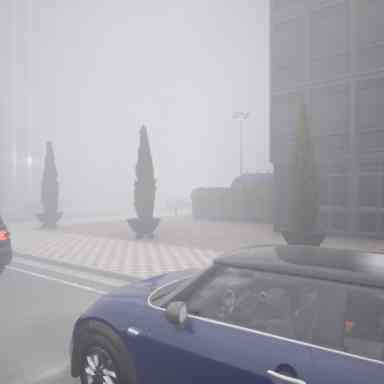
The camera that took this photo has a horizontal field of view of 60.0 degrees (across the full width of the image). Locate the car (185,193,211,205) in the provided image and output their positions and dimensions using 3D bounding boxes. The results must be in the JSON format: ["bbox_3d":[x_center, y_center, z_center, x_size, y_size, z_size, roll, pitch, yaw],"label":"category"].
[{"bbox_3d":[1.204,1.275,62.825,2.150,2.045,5.566,0,0,35],"label":"car"}]

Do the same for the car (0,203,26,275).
[{"bbox_3d":[-7.074,1.222,9.017,5.566,2.045,2.150,0,0,36],"label":"car"}]

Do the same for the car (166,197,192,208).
[{"bbox_3d":[-1.608,1.491,46.419,2.128,1.511,4.902,0,0,35],"label":"car"}]

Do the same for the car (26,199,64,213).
[{"bbox_3d":[-16.833,1.491,37.219,2.128,1.511,4.902,0,0,35],"label":"car"}]

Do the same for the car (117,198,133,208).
[{"bbox_3d":[-8.911,1.563,48.530,1.994,1.385,4.181,0,0,35],"label":"car"}]

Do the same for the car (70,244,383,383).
[{"bbox_3d":[0.788,1.352,3.431,4.553,1.767,2.097,0,0,36],"label":"car"}]
